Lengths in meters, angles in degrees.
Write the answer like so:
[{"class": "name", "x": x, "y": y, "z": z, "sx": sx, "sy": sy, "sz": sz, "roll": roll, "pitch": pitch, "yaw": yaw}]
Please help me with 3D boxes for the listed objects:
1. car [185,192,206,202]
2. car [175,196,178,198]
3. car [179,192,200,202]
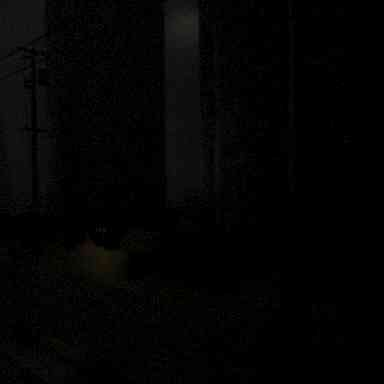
[{"class": "car", "x": 0.724, "y": 0.977, "z": 66.889, "sx": 3.866, "sy": 1.878, "sz": 1.905, "roll": 0, "pitch": 0, "yaw": 38}, {"class": "car", "x": -2.300, "y": 1.128, "z": 84.844, "sx": 3.905, "sy": 1.438, "sz": 1.784, "roll": 0, "pitch": 0, "yaw": 38}, {"class": "car", "x": 0.588, "y": 1.205, "z": 54.142, "sx": 1.882, "sy": 1.535, "sz": 5.008, "roll": 0, "pitch": 0, "yaw": 37}]
